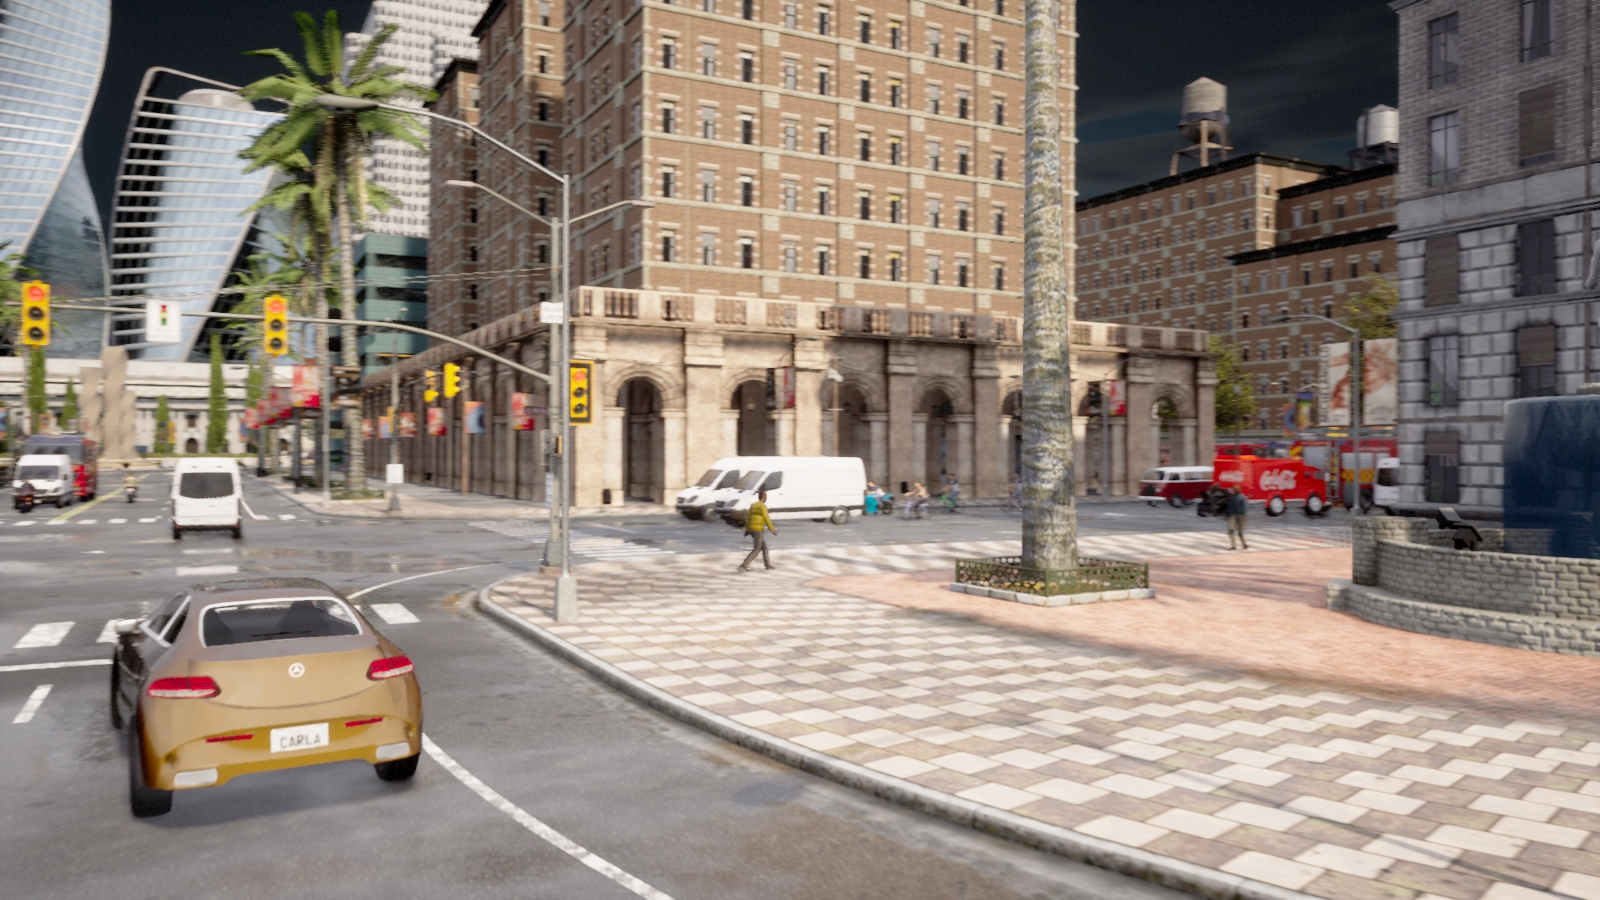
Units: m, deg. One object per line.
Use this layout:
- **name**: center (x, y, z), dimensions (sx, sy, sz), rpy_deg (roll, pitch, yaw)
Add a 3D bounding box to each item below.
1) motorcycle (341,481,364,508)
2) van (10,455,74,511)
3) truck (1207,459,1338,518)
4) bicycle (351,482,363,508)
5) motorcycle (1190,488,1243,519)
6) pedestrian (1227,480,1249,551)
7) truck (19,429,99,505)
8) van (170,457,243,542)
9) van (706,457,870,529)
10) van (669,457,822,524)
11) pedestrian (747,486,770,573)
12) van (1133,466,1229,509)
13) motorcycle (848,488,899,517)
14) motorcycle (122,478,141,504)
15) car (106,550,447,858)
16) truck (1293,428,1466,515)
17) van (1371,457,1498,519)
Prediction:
- **motorcycle**: center (-22.243, 2.206, 56.756), dimensions (0.867, 1.251, 2.209), rpy_deg (0, 0, -28)
- **van**: center (-36.810, 1.513, 55.611), dimensions (1.988, 2.561, 5.915), rpy_deg (0, 0, -28)
- **truck**: center (20.862, 1.631, 50.437), dimensions (5.204, 2.467, 2.627), rpy_deg (0, 0, -28)
- **bicycle**: center (-21.910, 2.208, 56.457), dimensions (0.373, 1.196, 1.643), rpy_deg (0, 0, -28)
- **motorcycle**: center (17.782, 2.261, 48.806), dimensions (2.209, 1.251, 0.867), rpy_deg (0, 0, -28)
- **pedestrian**: center (11.600, 1.732, 30.250), dimensions (0.375, 1.860, 0.375), rpy_deg (0, 0, -33)
- **truck**: center (-40.430, 0.868, 62.560), dimensions (2.891, 3.827, 8.468), rpy_deg (0, 0, -28)
- **van**: center (-19.706, 1.528, 37.960), dimensions (1.988, 2.561, 5.915), rpy_deg (0, 0, -28)
- **van**: center (-0.424, 1.560, 43.182), dimensions (5.915, 2.561, 1.988), rpy_deg (0, 0, -28)
- **van**: center (-2.171, 1.559, 46.223), dimensions (5.915, 2.561, 1.988), rpy_deg (0, 0, -28)
- **pedestrian**: center (-0.899, 1.710, 24.719), dimensions (0.375, 1.860, 0.375), rpy_deg (0, 0, -32)
- **van**: center (19.164, 1.844, 57.486), dimensions (4.480, 2.038, 2.069), rpy_deg (0, 0, -28)
- **motorcycle**: center (3.158, 2.248, 49.010), dimensions (2.033, 1.145, 0.803), rpy_deg (0, 0, -28)
- **motorcycle**: center (-35.522, 2.154, 60.701), dimensions (0.764, 1.277, 2.356), rpy_deg (0, 0, -28)
- **car**: center (-5.075, 1.990, 10.584), dimensions (2.152, 1.651, 5.027), rpy_deg (0, 0, -33)
- **truck**: center (27.228, 0.965, 53.567), dimensions (8.468, 3.827, 2.891), rpy_deg (0, 0, -28)
- **van**: center (27.887, 1.607, 50.171), dimensions (5.915, 2.561, 1.988), rpy_deg (0, 0, -28)
